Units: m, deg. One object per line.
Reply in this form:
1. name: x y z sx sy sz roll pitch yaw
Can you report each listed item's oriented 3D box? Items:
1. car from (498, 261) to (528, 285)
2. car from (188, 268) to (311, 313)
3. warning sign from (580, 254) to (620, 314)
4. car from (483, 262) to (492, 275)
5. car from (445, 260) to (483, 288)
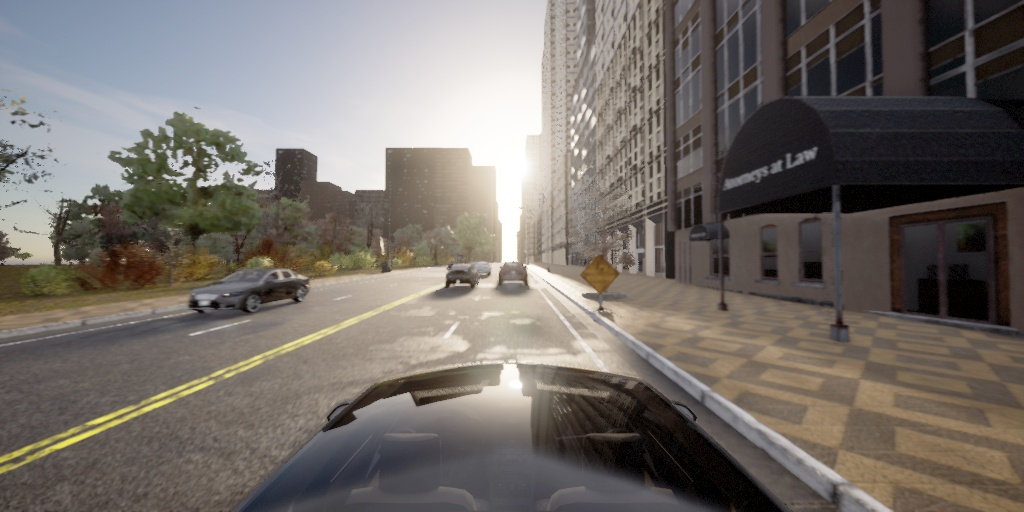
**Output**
1. car: 0.095 1.125 26.496 2.097 1.767 4.553 0 0 0
2. car: -9.843 1.245 13.929 2.128 1.511 4.902 0 0 0
3. warning sign: 2.849 0.866 11.520 1.300 1.860 1.060 0 0 0
4. car: -3.198 1.331 39.004 1.812 1.442 4.674 0 0 0
5. car: -3.245 1.274 24.032 1.837 1.490 4.892 0 0 0
